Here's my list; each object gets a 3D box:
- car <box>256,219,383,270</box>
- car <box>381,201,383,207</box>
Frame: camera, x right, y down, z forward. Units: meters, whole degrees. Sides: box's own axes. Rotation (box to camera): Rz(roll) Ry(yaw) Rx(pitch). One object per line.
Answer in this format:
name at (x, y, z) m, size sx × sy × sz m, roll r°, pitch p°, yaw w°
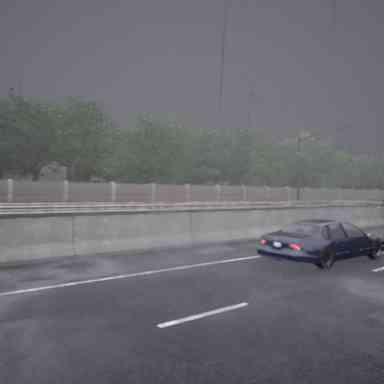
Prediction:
car at (4.624, 1.645, 11.440) m, size 5.357 × 1.411 × 2.033 m, roll 1°, pitch 0°, yaw -35°
car at (32.196, 1.739, 52.681) m, size 5.566 × 2.045 × 2.150 m, roll 1°, pitch 0°, yaw -35°
